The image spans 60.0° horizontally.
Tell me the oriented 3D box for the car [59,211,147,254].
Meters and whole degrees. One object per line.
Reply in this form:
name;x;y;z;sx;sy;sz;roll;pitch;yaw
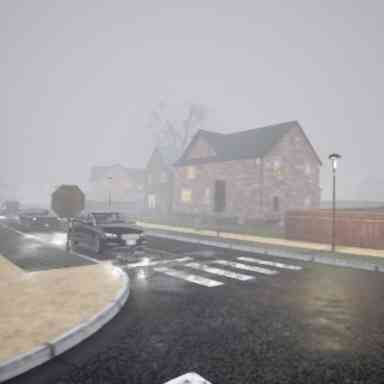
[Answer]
car;-3.611;1.567;13.823;2.128;1.511;4.902;3;-2;-37

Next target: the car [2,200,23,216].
car;-20.590;1.764;38.169;2.097;1.767;4.553;3;-2;-30

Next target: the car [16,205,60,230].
car;-10.374;1.800;22.630;1.895;1.301;4.718;3;-2;-36
